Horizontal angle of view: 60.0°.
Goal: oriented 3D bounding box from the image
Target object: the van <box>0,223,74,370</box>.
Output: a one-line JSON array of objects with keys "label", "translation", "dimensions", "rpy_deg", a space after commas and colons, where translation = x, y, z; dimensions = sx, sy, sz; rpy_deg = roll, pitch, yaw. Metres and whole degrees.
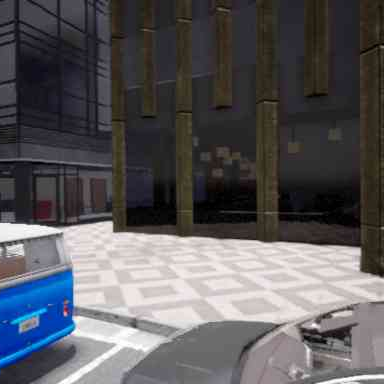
[{"label": "van", "translation": [-3.551, 1.315, 4.715], "dimensions": [3.998, 1.788, 1.690], "rpy_deg": [0, 1, 27]}]

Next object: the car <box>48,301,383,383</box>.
[{"label": "car", "translation": [1.461, 1.496, 2.174], "dimensions": [4.403, 1.369, 2.008], "rpy_deg": [0, 1, 27]}]
